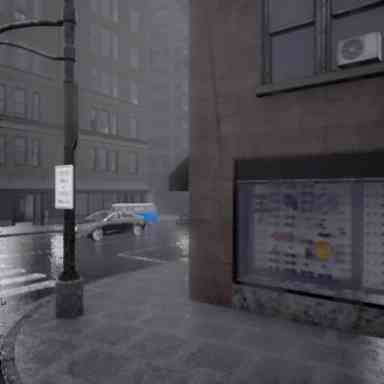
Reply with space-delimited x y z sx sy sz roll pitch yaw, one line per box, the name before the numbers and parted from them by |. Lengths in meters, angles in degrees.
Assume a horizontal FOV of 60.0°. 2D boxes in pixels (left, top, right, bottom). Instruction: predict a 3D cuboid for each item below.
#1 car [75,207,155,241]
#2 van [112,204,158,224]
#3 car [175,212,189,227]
car | -4.703 1.812 18.753 2.128 1.511 4.902 0 -1 35
van | -4.223 1.737 23.937 1.690 1.788 3.998 -1 -2 35
car | 0.541 2.033 26.224 1.994 1.385 4.181 0 -1 35
